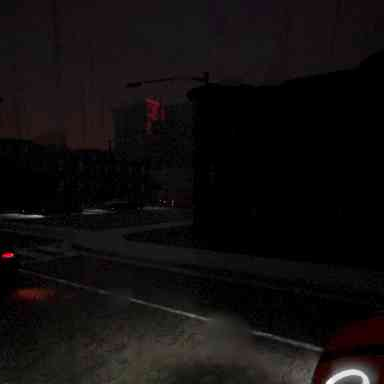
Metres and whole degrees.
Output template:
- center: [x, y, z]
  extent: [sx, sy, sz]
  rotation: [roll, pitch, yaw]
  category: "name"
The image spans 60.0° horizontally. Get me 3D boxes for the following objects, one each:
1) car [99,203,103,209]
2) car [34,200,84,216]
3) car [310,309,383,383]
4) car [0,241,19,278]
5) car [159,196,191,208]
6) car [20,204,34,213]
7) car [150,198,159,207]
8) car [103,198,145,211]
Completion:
- center: [-9.969, 1.532, 43.697]
  extent: [1.812, 1.442, 4.674]
  rotation: [0, 0, 35]
  category: "car"
- center: [-13.035, 1.570, 33.387]
  extent: [1.994, 1.385, 4.181]
  rotation: [0, 0, 36]
  category: "car"
- center: [3.019, 1.351, 1.841]
  extent: [4.553, 1.767, 2.097]
  rotation: [0, 0, 35]
  category: "car"
- center: [-6.644, 1.549, 8.837]
  extent: [5.357, 1.411, 2.033]
  rotation: [0, 0, 37]
  category: "car"
- center: [-2.136, 1.358, 48.640]
  extent: [2.097, 1.767, 4.553]
  rotation: [0, 0, 36]
  category: "car"
- center: [-15.554, 1.554, 35.891]
  extent: [2.033, 1.411, 5.357]
  rotation: [0, 0, 35]
  category: "car"
- center: [-4.351, 1.358, 51.554]
  extent: [2.097, 1.767, 4.553]
  rotation: [0, 0, 36]
  category: "car"
- center: [-7.981, 1.607, 40.478]
  extent: [1.895, 1.301, 4.718]
  rotation: [0, 0, 36]
  category: "car"
